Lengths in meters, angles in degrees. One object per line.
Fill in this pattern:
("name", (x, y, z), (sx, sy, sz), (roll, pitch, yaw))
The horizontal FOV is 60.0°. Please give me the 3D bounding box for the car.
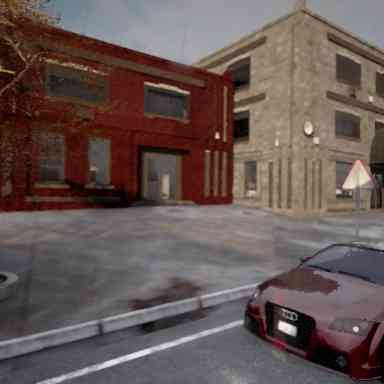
("car", (2.835, 1.553, 5.406), (4.181, 1.385, 1.994), (0, 0, -36))
